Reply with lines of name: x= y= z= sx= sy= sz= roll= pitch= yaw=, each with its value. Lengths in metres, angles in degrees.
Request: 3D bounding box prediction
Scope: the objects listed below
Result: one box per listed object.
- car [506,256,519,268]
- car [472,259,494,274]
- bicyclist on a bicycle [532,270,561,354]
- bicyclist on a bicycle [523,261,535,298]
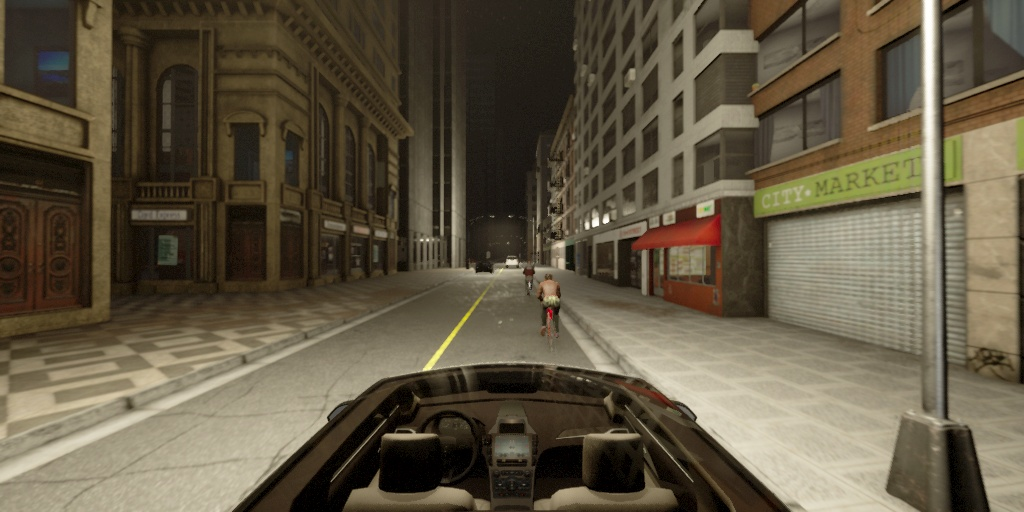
car: x=0.091 y=1.020 z=62.513 sx=2.150 sy=2.045 sz=5.566 roll=0 pitch=0 yaw=2
car: x=-3.094 y=1.249 z=40.723 sx=1.882 sy=1.535 sz=5.008 roll=0 pitch=0 yaw=0
bicyclist on a bicycle: x=0.827 y=1.204 z=7.871 sx=0.582 sy=1.620 sz=1.656 roll=0 pitch=0 yaw=0
bicyclist on a bicycle: x=0.827 y=1.124 z=17.470 sx=0.659 sy=1.776 sz=1.843 roll=0 pitch=0 yaw=0
